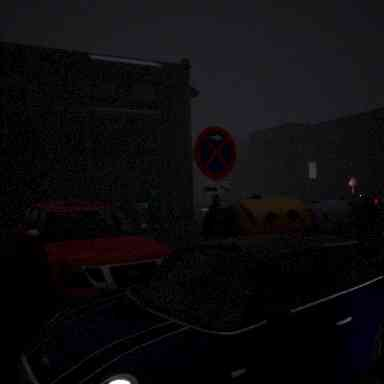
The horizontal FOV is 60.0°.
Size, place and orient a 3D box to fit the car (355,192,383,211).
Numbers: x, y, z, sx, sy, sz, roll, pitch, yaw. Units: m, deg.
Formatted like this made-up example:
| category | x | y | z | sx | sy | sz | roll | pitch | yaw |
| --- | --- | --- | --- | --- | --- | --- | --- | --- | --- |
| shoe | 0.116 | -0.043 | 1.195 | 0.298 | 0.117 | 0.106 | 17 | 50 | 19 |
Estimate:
| category | x | y | z | sx | sy | sz | roll | pitch | yaw |
| --- | --- | --- | --- | --- | --- | --- | --- | --- | --- |
| car | 14.370 | 0.802 | 27.468 | 2.097 | 1.767 | 4.553 | -2 | 0 | -13 |

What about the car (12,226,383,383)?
| category | x | y | z | sx | sy | sz | roll | pitch | yaw |
| --- | --- | --- | --- | --- | --- | --- | --- | --- | --- |
| car | 0.504 | 1.363 | 3.826 | 4.553 | 1.767 | 2.097 | 0 | 0 | -37 |

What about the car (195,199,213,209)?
| category | x | y | z | sx | sy | sz | roll | pitch | yaw |
| --- | --- | --- | --- | --- | --- | --- | --- | --- | --- |
| car | 2.052 | 1.760 | 49.433 | 1.837 | 1.490 | 4.892 | -3 | 0 | -23 |

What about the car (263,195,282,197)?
| category | x | y | z | sx | sy | sz | roll | pitch | yaw |
| --- | --- | --- | --- | --- | --- | --- | --- | --- | --- |
| car | 9.372 | 1.171 | 40.473 | 2.097 | 1.767 | 4.553 | -3 | -1 | -23 |
